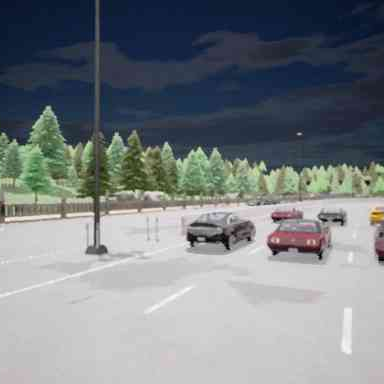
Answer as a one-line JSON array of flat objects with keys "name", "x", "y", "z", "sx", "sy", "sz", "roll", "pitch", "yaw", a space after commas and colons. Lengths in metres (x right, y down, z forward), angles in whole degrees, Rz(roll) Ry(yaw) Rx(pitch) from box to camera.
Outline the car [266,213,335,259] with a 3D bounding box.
[{"name": "car", "x": 4.484, "y": 1.744, "z": 13.428, "sx": 1.895, "sy": 1.301, "sz": 4.718, "roll": 0, "pitch": -1, "yaw": 27}]

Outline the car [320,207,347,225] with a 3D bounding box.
[{"name": "car", "x": 11.244, "y": 1.880, "z": 26.535, "sx": 1.895, "sy": 1.301, "sz": 4.718, "roll": 0, "pitch": -1, "yaw": 28}]

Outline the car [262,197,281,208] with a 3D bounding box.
[{"name": "car", "x": 15.540, "y": 1.915, "z": 64.891, "sx": 2.150, "sy": 2.045, "sz": 5.566, "roll": 0, "pitch": -1, "yaw": 28}]

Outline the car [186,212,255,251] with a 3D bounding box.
[{"name": "car", "x": 1.456, "y": 1.658, "z": 15.189, "sx": 2.128, "sy": 1.511, "sz": 4.902, "roll": 0, "pitch": -1, "yaw": 27}]

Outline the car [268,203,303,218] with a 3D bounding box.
[{"name": "car", "x": 8.144, "y": 1.901, "z": 28.160, "sx": 1.895, "sy": 1.301, "sz": 4.718, "roll": 0, "pitch": -1, "yaw": 28}]

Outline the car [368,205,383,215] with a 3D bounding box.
[{"name": "car", "x": 14.819, "y": 1.745, "z": 25.796, "sx": 1.882, "sy": 1.535, "sz": 5.008, "roll": 0, "pitch": 0, "yaw": 28}]

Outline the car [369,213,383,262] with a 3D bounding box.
[{"name": "car", "x": 7.750, "y": 1.690, "z": 12.117, "sx": 1.994, "sy": 1.385, "sz": 4.181, "roll": 0, "pitch": -1, "yaw": 27}]

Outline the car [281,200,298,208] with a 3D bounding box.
[{"name": "car", "x": 18.663, "y": 2.217, "z": 63.307, "sx": 2.033, "sy": 1.411, "sz": 5.357, "roll": 0, "pitch": -1, "yaw": 28}]
